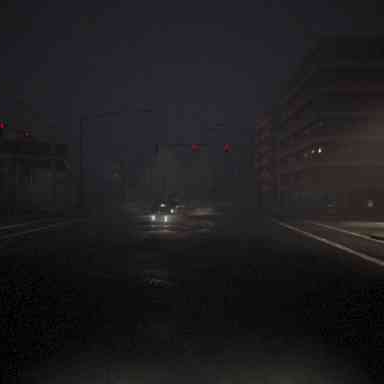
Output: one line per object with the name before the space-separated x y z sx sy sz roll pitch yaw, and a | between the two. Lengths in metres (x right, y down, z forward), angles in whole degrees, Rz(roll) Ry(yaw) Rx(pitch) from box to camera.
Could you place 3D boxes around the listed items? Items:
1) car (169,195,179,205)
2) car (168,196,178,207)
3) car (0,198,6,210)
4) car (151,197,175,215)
car | -3.325 1.348 56.383 2.097 1.767 4.553 0 0 0
car | -3.237 1.561 44.787 1.994 1.385 4.181 0 0 0
car | -24.030 1.453 38.947 3.806 1.475 1.970 0 0 1
car | -3.153 1.545 34.731 2.033 1.411 5.357 0 0 -1
